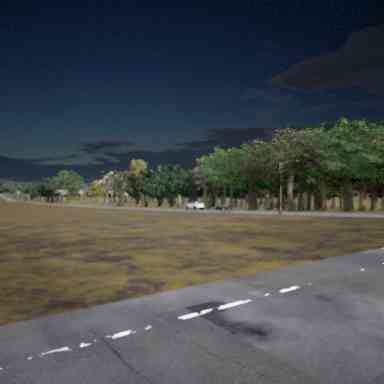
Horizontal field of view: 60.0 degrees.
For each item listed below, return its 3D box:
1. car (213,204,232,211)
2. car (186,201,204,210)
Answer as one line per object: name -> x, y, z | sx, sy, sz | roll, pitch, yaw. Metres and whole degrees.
car -> 6.386, 3.231, 69.692 | 1.837, 1.490, 4.892 | 1, -2, -33
car -> 0.653, 3.108, 78.446 | 2.150, 2.045, 5.566 | 1, -2, -33
